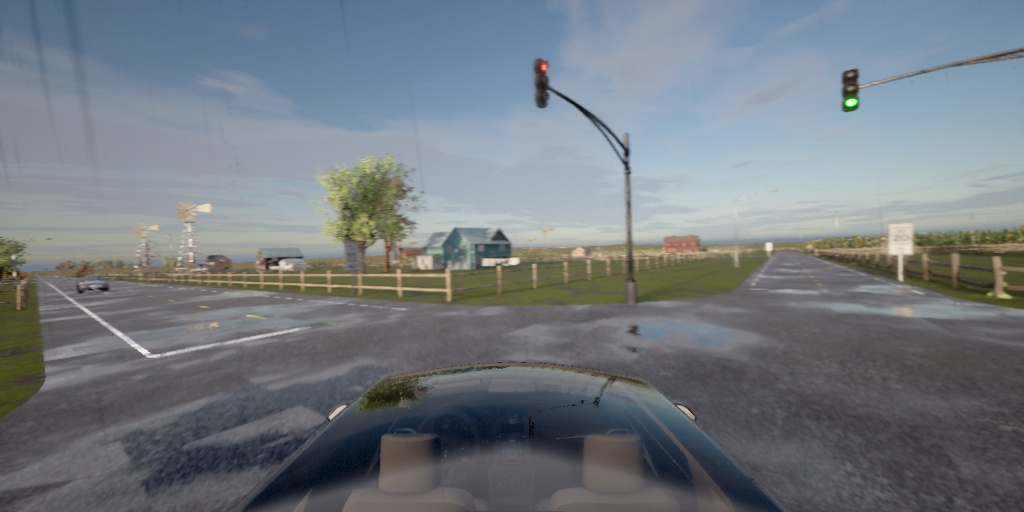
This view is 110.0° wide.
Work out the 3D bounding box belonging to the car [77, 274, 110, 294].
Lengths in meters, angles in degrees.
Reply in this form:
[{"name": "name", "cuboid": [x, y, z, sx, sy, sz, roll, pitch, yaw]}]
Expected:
[{"name": "car", "cuboid": [-41.078, 2.838, 35.141, 4.902, 1.511, 2.128, -2, 1, 37]}]
